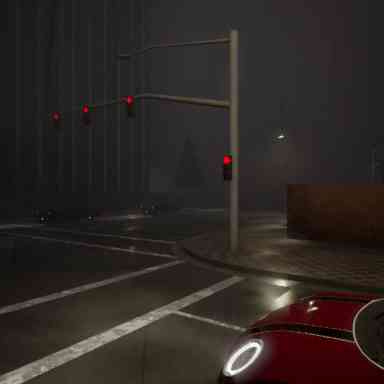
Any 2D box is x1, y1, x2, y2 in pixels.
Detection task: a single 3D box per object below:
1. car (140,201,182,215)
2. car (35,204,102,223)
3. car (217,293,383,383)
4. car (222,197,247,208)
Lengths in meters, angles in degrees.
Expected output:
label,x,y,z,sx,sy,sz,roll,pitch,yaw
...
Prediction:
label,x,y,z,sx,sy,sz,roll,pitch,yaw
car,-3.165,1.601,34.256,1.895,1.301,4.718,0,0,35
car,-9.376,1.601,25.493,1.895,1.301,4.718,0,0,35
car,2.394,1.352,2.250,4.553,1.767,2.097,0,0,36
car,6.099,1.493,47.210,2.128,1.511,4.902,0,0,36
